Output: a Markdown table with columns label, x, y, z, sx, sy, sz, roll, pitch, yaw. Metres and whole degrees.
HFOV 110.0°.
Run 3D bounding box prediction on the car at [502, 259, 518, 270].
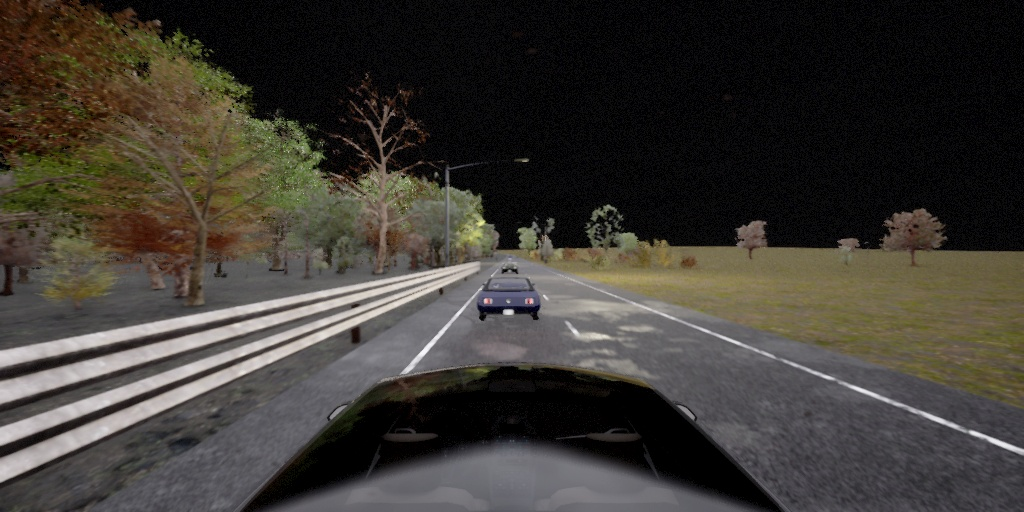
| label | x | y | z | sx | sy | sz | roll | pitch | yaw |
| --- | --- | --- | --- | --- | --- | --- | --- | --- | --- |
| car | -0.241 | 1.345 | 41.938 | 1.895 | 1.301 | 4.718 | 0 | 0 | 0 |

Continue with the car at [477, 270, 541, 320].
| label | x | y | z | sx | sy | sz | roll | pitch | yaw |
| --- | --- | --- | --- | --- | --- | --- | --- | --- | --- |
| car | -0.104 | 1.350 | 12.674 | 1.895 | 1.301 | 4.718 | 0 | 0 | 0 |

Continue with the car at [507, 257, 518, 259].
| label | x | y | z | sx | sy | sz | roll | pitch | yaw |
| --- | --- | --- | --- | --- | --- | --- | --- | --- | --- |
| car | -0.349 | 1.327 | 64.919 | 1.895 | 1.301 | 4.718 | 0 | 0 | 0 |
